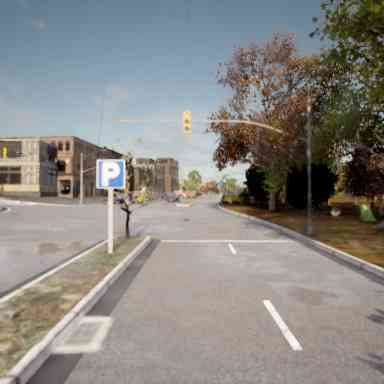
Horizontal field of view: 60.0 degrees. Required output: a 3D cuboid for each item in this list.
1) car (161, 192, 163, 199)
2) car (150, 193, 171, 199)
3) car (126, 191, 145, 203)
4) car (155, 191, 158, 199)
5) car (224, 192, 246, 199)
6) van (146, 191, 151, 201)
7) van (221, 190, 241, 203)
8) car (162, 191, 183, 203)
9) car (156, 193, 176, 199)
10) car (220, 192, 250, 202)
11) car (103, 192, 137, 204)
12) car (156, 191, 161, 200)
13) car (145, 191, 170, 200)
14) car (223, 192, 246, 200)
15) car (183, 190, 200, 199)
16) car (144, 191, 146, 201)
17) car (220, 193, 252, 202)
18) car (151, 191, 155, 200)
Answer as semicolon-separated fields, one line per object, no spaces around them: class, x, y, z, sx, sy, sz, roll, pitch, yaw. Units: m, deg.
car;-8.690;1.049;76.291;4.674;1.452;2.002;-1;0;-12
car;-7.836;0.985;82.279;5.008;1.535;2.097;-1;0;-12
car;-10.974;1.088;55.342;5.366;1.575;1.946;-1;0;-15
car;-9.850;1.086;67.304;4.674;1.452;2.002;-1;0;-13
car;10.114;0.808;78.546;4.553;1.767;2.185;0;1;-11
van;-10.433;0.842;61.335;4.442;1.987;1.878;-1;0;-14
van;7.110;0.817;54.998;4.442;1.987;1.878;1;1;-14
car;-3.252;1.114;56.045;1.837;1.490;4.892;0;1;6
car;-6.889;0.959;88.242;5.008;1.535;2.097;-1;0;-11
car;7.485;0.904;57.969;4.553;1.767;2.185;0;0;-14
car;-11.609;1.142;52.348;4.792;1.488;2.163;-1;0;-15
car;-9.487;1.074;70.307;4.674;1.452;2.002;-1;0;-13
car;-8.248;0.745;79.298;5.566;2.045;2.435;-1;0;-12
car;9.232;0.835;72.674;4.553;1.767;2.185;0;0;-12
car;-0.123;0.582;81.315;2.150;2.045;5.566;0;0;8
car;-10.889;0.957;58.294;4.553;1.767;2.185;-1;0;-14
car;8.012;1.015;60.964;5.366;1.575;1.946;1;0;-13
car;-10.214;1.059;64.308;4.892;1.521;2.231;-1;0;-14
